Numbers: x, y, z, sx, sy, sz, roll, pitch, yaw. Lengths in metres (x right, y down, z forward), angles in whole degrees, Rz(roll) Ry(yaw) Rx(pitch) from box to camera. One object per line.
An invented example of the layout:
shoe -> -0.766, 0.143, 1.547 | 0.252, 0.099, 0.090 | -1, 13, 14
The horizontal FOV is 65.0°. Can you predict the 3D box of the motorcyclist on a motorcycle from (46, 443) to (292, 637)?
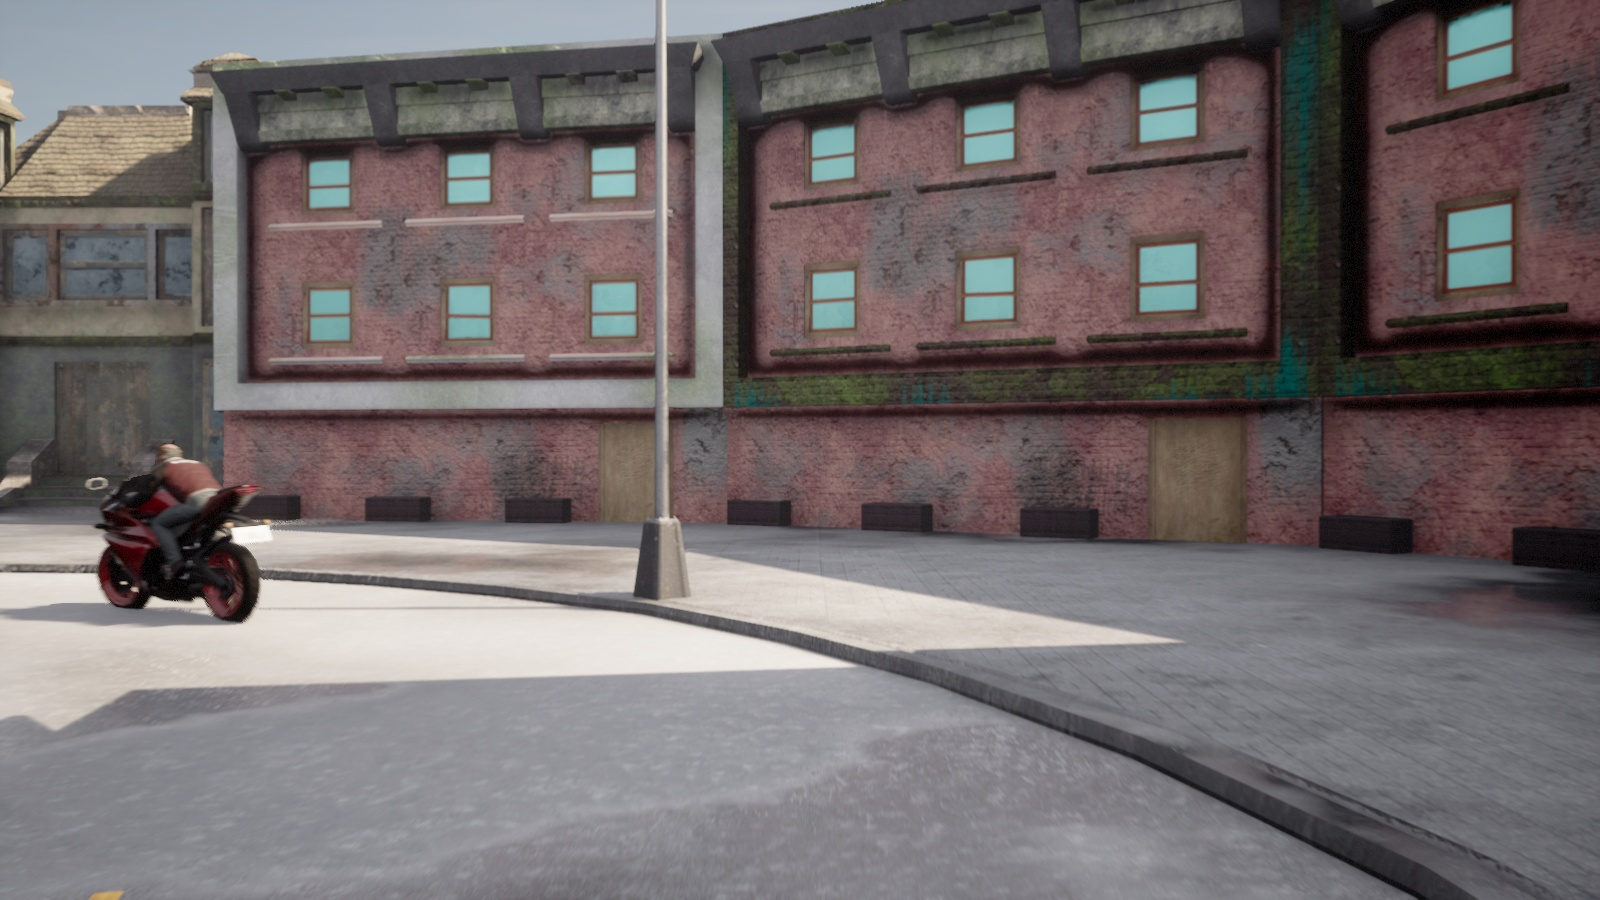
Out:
motorcyclist on a motorcycle -> -5.516, 0.716, 10.942 | 2.191, 1.530, 0.866 | 0, 1, 31
